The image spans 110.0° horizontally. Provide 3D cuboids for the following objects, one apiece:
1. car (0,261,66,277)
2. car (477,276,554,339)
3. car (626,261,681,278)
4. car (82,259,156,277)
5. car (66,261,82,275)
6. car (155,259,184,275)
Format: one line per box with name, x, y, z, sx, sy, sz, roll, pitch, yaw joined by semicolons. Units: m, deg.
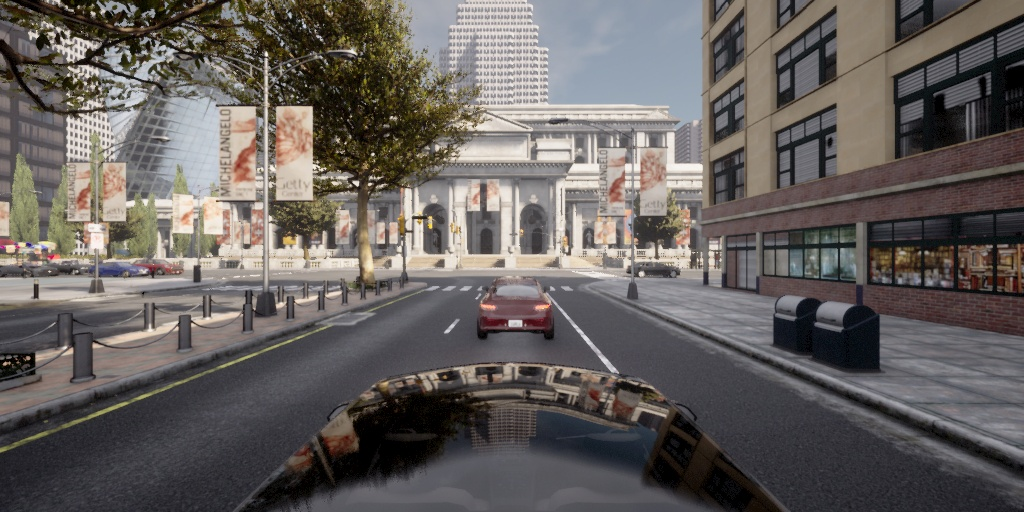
car;-46.104;1.312;34.177;4.181;1.385;1.994;0;0;-1
car;0.111;1.275;9.959;1.812;1.442;4.674;0;0;1
car;13.251;1.253;33.615;4.892;1.490;1.837;0;0;1
car;-37.344;1.274;34.152;4.674;1.442;1.812;0;0;0
car;-46.267;1.240;37.684;4.902;1.511;2.128;0;0;0
car;-37.312;1.100;37.647;4.553;1.767;2.097;0;0;0
